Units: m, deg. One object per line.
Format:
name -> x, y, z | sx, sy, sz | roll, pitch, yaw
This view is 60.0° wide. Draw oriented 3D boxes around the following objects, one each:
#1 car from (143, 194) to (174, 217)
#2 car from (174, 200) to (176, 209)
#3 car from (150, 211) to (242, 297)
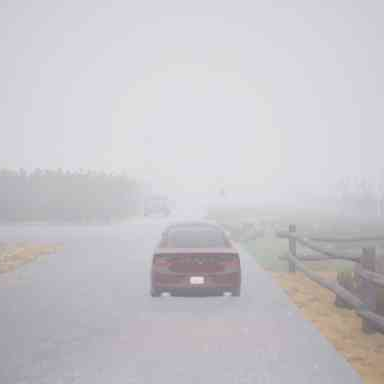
car -> -3.175, 1.202, 31.349 | 2.150, 2.045, 5.566 | 0, 0, 0
car -> -3.150, 1.572, 44.405 | 1.895, 1.301, 4.718 | 0, 0, 0
car -> 0.043, 1.472, 8.593 | 1.882, 1.535, 5.008 | 0, 0, -1
